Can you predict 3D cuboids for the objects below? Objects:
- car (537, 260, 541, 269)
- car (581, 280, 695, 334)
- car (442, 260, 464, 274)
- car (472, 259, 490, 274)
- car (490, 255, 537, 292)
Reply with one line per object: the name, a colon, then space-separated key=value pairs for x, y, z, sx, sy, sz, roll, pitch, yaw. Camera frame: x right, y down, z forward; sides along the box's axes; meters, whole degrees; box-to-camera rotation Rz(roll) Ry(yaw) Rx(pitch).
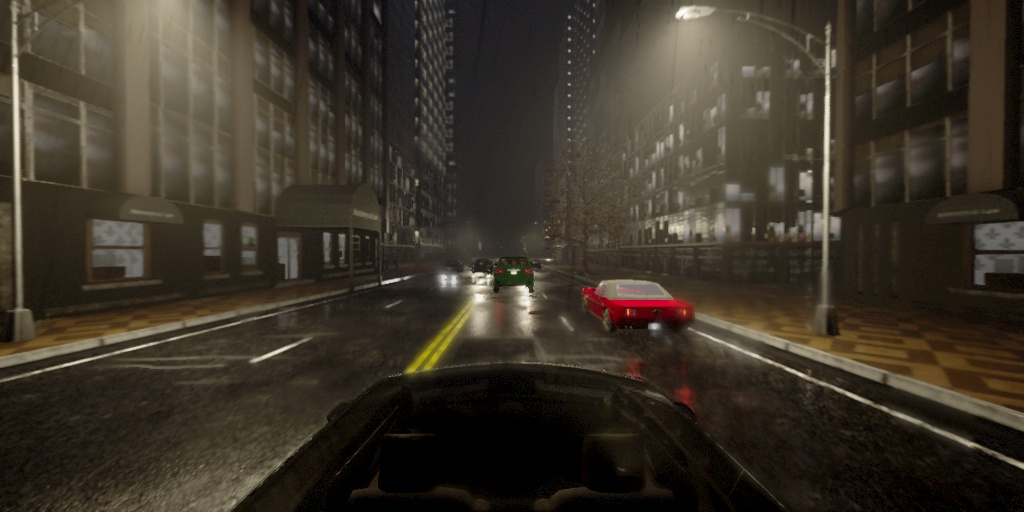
car: x=3.362 y=1.217 z=55.057 sx=2.128 sy=1.511 sz=4.902 roll=0 pitch=0 yaw=0
car: x=3.349 y=1.354 z=10.612 sx=1.895 sy=1.301 sz=4.718 roll=0 pitch=0 yaw=0
car: x=-6.502 y=1.227 z=39.936 sx=2.128 sy=1.511 sz=4.902 roll=0 pitch=0 yaw=0
car: x=-3.253 y=1.087 z=40.052 sx=2.097 sy=1.767 sz=4.553 roll=0 pitch=0 yaw=0
car: x=0.100 y=0.970 z=21.168 sx=2.150 sy=2.045 sz=5.566 roll=0 pitch=0 yaw=0
